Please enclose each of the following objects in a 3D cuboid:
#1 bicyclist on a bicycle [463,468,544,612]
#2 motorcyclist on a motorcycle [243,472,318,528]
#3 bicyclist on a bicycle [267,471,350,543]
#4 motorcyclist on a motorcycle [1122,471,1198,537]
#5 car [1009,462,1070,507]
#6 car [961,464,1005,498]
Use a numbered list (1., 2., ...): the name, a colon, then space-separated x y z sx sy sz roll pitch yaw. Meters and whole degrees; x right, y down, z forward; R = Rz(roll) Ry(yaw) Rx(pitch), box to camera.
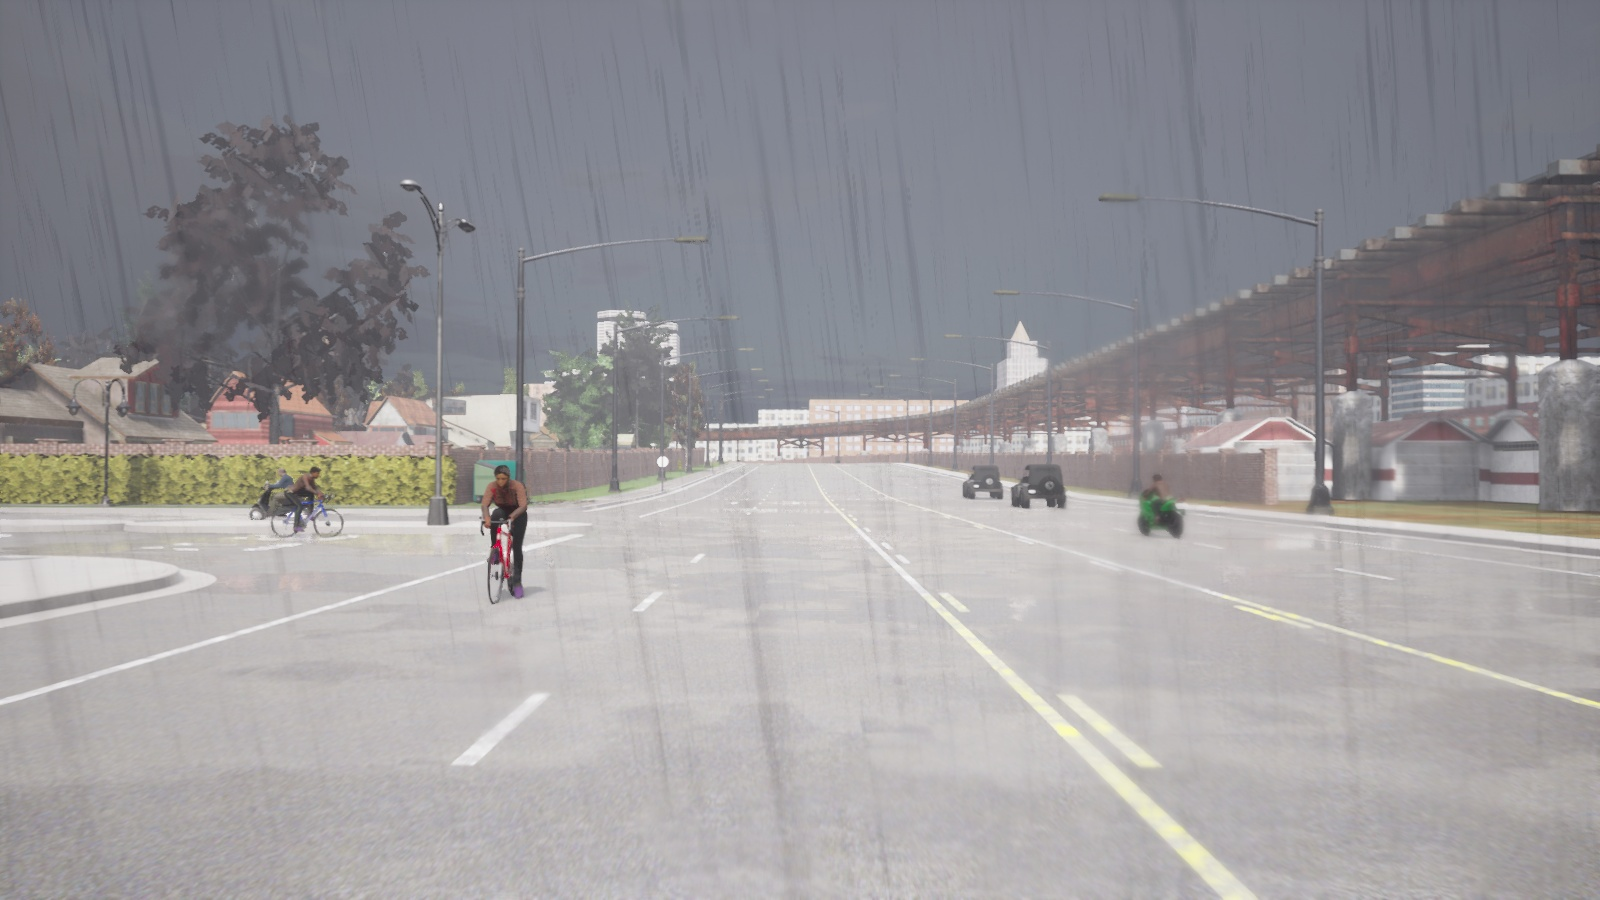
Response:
1. bicyclist on a bicycle: -3.534 1.034 15.087 0.582 1.620 1.656 0 -1 0
2. motorcyclist on a motorcycle: -15.096 1.439 36.512 1.817 1.590 0.866 0 -1 0
3. bicyclist on a bicycle: -11.146 1.289 28.502 1.656 1.620 0.582 0 -1 -1
4. motorcyclist on a motorcycle: 8.596 1.265 30.065 0.797 1.523 2.044 0 -1 -15
5. car: 10.378 1.482 54.613 1.905 1.878 3.866 0 -1 0
6. car: 10.342 1.716 71.111 1.905 1.878 3.866 0 -1 0
